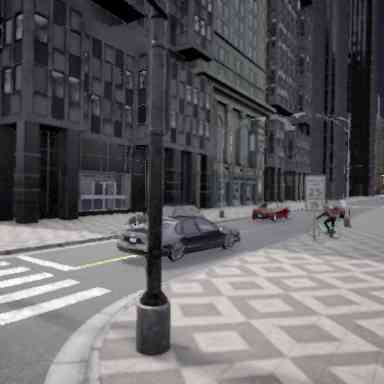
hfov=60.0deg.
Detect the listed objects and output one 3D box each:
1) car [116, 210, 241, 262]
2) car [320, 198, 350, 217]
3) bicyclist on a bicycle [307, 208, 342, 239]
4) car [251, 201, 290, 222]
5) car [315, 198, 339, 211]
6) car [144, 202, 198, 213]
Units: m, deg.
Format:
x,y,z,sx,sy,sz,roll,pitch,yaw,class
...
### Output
x,y,z,sx,sy,sz,roll,pitch,yaw,class
-0.266,1.617,12.656,2.033,1.411,5.357,1,1,41,car
14.487,1.507,33.468,2.097,1.767,4.553,1,1,34,car
6.471,1.461,16.299,1.656,1.620,0.582,1,0,34,bicyclist on a bicycle
6.614,1.550,27.587,1.882,1.535,5.008,1,1,34,car
17.794,1.596,43.839,1.882,1.535,5.008,1,1,34,car
-1.205,1.378,16.100,2.097,1.767,4.553,1,1,34,car
